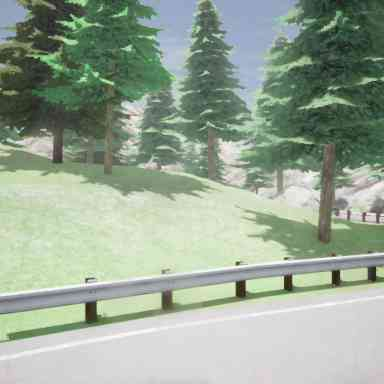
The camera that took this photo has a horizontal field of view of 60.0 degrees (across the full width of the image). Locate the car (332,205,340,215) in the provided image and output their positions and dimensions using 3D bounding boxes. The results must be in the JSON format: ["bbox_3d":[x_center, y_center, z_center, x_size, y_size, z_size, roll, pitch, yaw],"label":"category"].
[{"bbox_3d":[12.640,1.579,33.076,1.994,1.385,4.181,0,0,-20],"label":"car"}]

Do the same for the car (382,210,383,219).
[{"bbox_3d":[16.073,1.367,23.645,2.097,1.767,4.553,0,0,-20],"label":"car"}]
